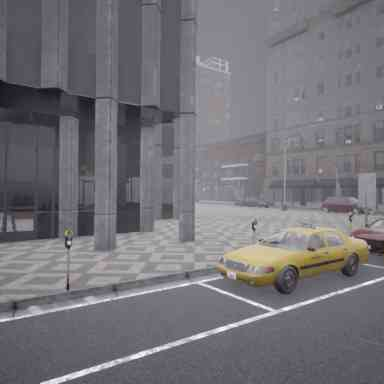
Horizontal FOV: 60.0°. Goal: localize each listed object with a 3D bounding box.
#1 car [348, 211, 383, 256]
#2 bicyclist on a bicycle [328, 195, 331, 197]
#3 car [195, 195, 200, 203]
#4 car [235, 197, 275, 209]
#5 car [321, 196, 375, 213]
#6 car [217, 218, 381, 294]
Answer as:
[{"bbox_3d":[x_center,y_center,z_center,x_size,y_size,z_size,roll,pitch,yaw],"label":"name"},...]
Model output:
[{"bbox_3d":[7.555,1.547,12.160,4.507,1.381,1.887,0,1,-36],"label":"car"},{"bbox_3d":[16.356,1.159,39.546,1.656,1.620,0.582,0,0,-35],"label":"bicyclist on a bicycle"},{"bbox_3d":[-0.593,1.088,58.195,2.128,1.511,4.902,1,0,-35],"label":"car"},{"bbox_3d":[7.632,1.284,41.084,2.033,1.411,5.357,1,0,-35],"label":"car"},{"bbox_3d":[14.598,1.198,31.221,2.097,1.767,4.553,1,0,-35],"label":"car"},{"bbox_3d":[2.841,1.527,8.790,4.829,1.417,1.752,0,1,-36],"label":"car"}]
